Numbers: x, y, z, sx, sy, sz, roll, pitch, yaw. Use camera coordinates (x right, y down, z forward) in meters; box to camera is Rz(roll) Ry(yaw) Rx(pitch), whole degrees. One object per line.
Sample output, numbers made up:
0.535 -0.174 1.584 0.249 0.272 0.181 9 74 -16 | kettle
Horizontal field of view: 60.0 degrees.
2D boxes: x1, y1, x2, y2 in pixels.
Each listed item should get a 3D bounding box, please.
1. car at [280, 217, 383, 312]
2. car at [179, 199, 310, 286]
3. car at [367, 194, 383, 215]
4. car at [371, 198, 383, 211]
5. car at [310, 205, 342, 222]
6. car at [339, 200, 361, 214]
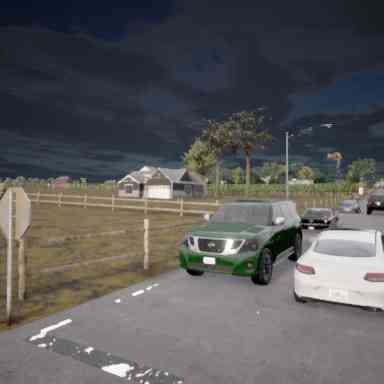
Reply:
3.598 1.533 7.522 1.812 1.442 4.674 0 0 30 | car
1.802 1.243 10.094 2.150 2.045 5.566 0 0 31 | car
19.200 1.261 33.992 2.150 2.045 5.566 0 0 32 | car
24.383 1.589 42.904 2.033 1.411 5.357 0 0 30 | car
7.485 1.636 19.769 1.895 1.301 4.718 0 0 30 | car
17.129 1.578 36.054 1.812 1.442 4.674 0 0 31 | car
